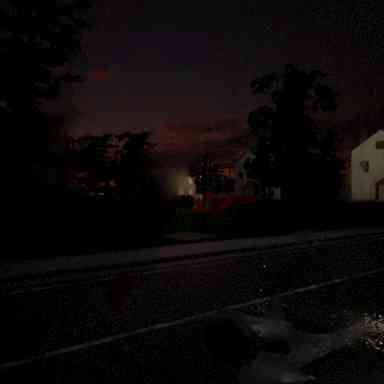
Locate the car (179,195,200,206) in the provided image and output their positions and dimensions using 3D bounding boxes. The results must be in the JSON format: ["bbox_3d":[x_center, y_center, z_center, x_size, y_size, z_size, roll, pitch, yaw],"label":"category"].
[{"bbox_3d":[-0.723,1.629,65.862,2.150,2.045,5.566,1,-1,-35],"label":"car"}]
